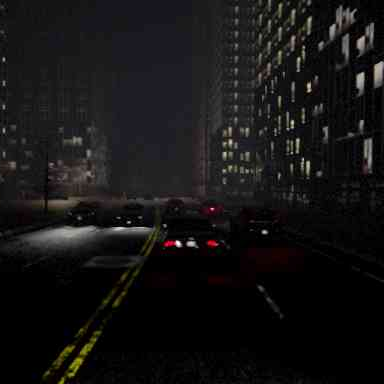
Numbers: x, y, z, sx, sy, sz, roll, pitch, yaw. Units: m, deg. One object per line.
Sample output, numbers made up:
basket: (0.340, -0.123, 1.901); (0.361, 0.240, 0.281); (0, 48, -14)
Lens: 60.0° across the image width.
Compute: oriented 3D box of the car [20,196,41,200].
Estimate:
car: (-34.575, 1.126, 71.537); (4.206, 1.307, 1.802); (1, 0, -5)

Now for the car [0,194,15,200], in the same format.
car: (-40.240, 1.037, 71.084); (4.313, 1.339, 1.947); (1, 0, -5)

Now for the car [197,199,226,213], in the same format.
car: (1.656, 1.515, 32.517); (1.994, 1.385, 4.181); (0, 0, -6)

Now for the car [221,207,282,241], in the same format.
car: (2.972, 1.480, 16.513); (2.128, 1.511, 4.902); (0, 0, -3)

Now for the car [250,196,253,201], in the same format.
car: (14.498, 1.533, 84.645); (4.829, 1.417, 1.752); (1, 1, -5)

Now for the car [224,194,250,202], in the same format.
car: (9.837, 1.411, 75.791); (5.009, 1.841, 2.192); (1, 0, -5)

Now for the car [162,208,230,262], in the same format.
car: (-0.092, 1.530, 12.036); (2.033, 1.411, 5.357); (0, 0, -2)

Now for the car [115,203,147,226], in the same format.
car: (-4.117, 1.494, 23.326); (2.033, 1.411, 5.357); (0, 0, -5)

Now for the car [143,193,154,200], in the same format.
car: (-8.597, 0.907, 65.544); (2.097, 1.767, 4.553); (0, 0, -6)

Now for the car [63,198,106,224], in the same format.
car: (-7.460, 1.425, 23.892); (2.128, 1.511, 4.902); (0, 0, -5)

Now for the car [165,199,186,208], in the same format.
car: (-1.695, 1.415, 33.366); (1.882, 1.535, 5.008); (0, 0, -6)

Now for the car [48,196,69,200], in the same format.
car: (-28.911, 1.181, 72.031); (4.313, 1.339, 1.947); (1, 0, -5)
